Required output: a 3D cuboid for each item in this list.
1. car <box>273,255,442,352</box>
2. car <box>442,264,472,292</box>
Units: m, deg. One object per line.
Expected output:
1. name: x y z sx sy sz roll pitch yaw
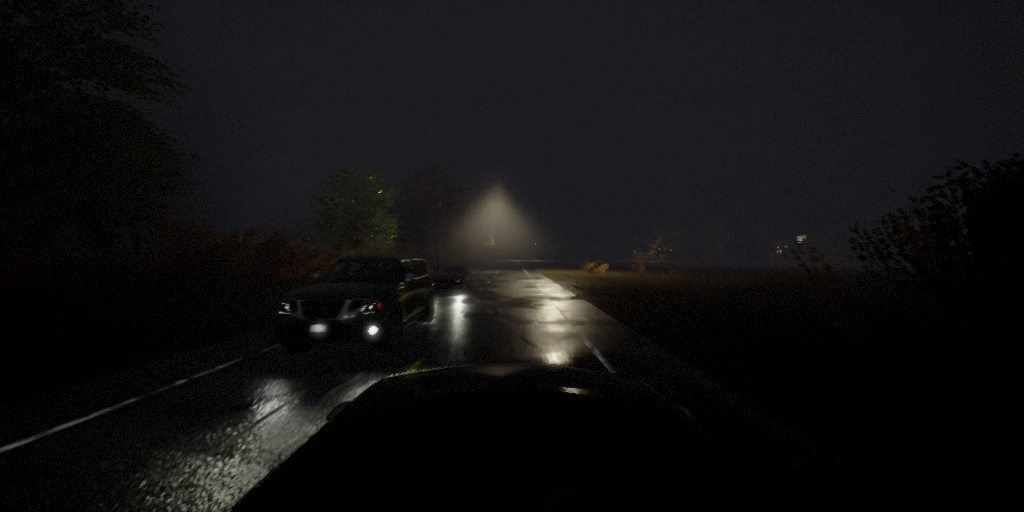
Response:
1. car: -3.509 0.977 9.280 2.150 2.045 5.566 0 0 0
2. car: -3.531 1.235 21.384 1.882 1.535 5.008 0 0 1
